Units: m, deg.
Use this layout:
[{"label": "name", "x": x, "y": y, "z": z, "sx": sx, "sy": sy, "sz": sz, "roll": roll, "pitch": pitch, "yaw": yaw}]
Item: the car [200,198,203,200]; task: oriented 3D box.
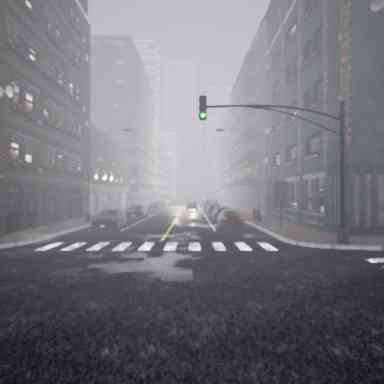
[{"label": "car", "x": 2.667, "y": 2.314, "z": 67.732, "sx": 1.752, "sy": 1.417, "sz": 4.829, "roll": 0, "pitch": -1, "yaw": 0}]

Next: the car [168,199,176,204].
[{"label": "car", "x": -5.720, "y": 2.688, "z": 95.187, "sx": 1.947, "sy": 1.339, "sz": 4.313, "roll": 0, "pitch": -1, "yaw": 0}]

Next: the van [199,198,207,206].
[{"label": "van", "x": 2.663, "y": 2.262, "z": 78.611, "sx": 1.690, "sy": 1.788, "sz": 3.998, "roll": -1, "pitch": -1, "yaw": 0}]

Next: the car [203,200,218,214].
[{"label": "car", "x": 2.674, "y": 2.004, "z": 39.946, "sx": 1.887, "sy": 1.381, "sz": 4.507, "roll": 0, "pitch": -1, "yaw": 0}]

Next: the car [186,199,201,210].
[{"label": "car", "x": -0.013, "y": 2.154, "z": 52.414, "sx": 2.033, "sy": 1.411, "sz": 5.357, "roll": 0, "pitch": -1, "yaw": 0}]

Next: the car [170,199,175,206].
[{"label": "car", "x": -5.717, "y": 2.444, "z": 78.449, "sx": 1.752, "sy": 1.417, "sz": 4.829, "roll": 0, "pitch": -1, "yaw": 0}]

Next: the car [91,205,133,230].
[{"label": "car", "x": -5.703, "y": 1.832, "z": 23.387, "sx": 1.947, "sy": 1.339, "sz": 4.313, "roll": 0, "pitch": -1, "yaw": 0}]

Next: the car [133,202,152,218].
[{"label": "car", "x": -5.705, "y": 1.960, "z": 34.434, "sx": 1.947, "sy": 1.339, "sz": 4.313, "roll": 0, "pitch": -1, "yaw": 0}]

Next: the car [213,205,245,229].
[{"label": "car", "x": 2.679, "y": 1.849, "z": 23.377, "sx": 1.802, "sy": 1.307, "sz": 4.206, "roll": 0, "pitch": -1, "yaw": 0}]

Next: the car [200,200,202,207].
[{"label": "car", "x": 2.672, "y": 2.155, "z": 50.993, "sx": 1.947, "sy": 1.339, "sz": 4.313, "roll": 0, "pitch": -1, "yaw": 0}]

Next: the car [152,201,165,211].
[{"label": "car", "x": -5.709, "y": 2.134, "z": 51.003, "sx": 1.887, "sy": 1.381, "sz": 4.507, "roll": 0, "pitch": -1, "yaw": 0}]

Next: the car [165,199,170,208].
[{"label": "car", "x": -5.712, "y": 2.302, "z": 62.049, "sx": 1.802, "sy": 1.307, "sz": 4.206, "roll": 0, "pitch": -1, "yaw": 0}]

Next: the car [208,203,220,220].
[{"label": "car", "x": 2.677, "y": 1.896, "z": 28.900, "sx": 1.947, "sy": 1.339, "sz": 4.313, "roll": 0, "pitch": -1, "yaw": 0}]

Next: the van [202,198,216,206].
[{"label": "van", "x": 2.671, "y": 1.865, "z": 45.472, "sx": 1.690, "sy": 1.788, "sz": 3.998, "roll": 0, "pitch": -1, "yaw": 0}]

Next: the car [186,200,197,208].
[{"label": "car", "x": -0.015, "y": 2.294, "z": 62.836, "sx": 1.994, "sy": 1.385, "sz": 4.181, "roll": 0, "pitch": -1, "yaw": 0}]
